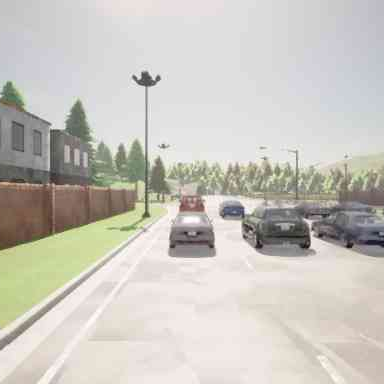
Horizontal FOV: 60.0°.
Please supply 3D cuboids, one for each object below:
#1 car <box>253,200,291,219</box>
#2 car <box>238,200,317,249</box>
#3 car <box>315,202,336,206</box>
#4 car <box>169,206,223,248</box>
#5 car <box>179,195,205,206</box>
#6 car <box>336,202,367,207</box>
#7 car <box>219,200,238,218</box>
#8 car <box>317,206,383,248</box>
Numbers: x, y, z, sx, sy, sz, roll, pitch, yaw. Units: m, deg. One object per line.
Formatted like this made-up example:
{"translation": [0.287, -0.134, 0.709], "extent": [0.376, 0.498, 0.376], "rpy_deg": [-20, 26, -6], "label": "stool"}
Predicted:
{"translation": [7.000, 1.493, 29.659], "extent": [2.128, 1.511, 4.902], "rpy_deg": [0, 0, 0], "label": "car"}
{"translation": [3.500, 1.363, 14.629], "extent": [2.097, 1.767, 4.553], "rpy_deg": [0, 0, 0], "label": "car"}
{"translation": [10.500, 1.561, 29.659], "extent": [2.033, 1.411, 5.357], "rpy_deg": [0, 0, 0], "label": "car"}
{"translation": [0.000, 1.560, 14.659], "extent": [2.033, 1.411, 5.357], "rpy_deg": [0, 0, 0], "label": "car"}
{"translation": [0.000, 1.255, 29.689], "extent": [2.150, 2.045, 5.566], "rpy_deg": [0, 0, 0], "label": "car"}
{"translation": [14.000, 1.561, 29.659], "extent": [2.033, 1.411, 5.357], "rpy_deg": [0, 0, 0], "label": "car"}
{"translation": [3.500, 1.482, 29.659], "extent": [1.882, 1.535, 5.008], "rpy_deg": [0, 0, 0], "label": "car"}
{"translation": [7.000, 1.560, 14.659], "extent": [2.033, 1.411, 5.357], "rpy_deg": [0, 0, 0], "label": "car"}
